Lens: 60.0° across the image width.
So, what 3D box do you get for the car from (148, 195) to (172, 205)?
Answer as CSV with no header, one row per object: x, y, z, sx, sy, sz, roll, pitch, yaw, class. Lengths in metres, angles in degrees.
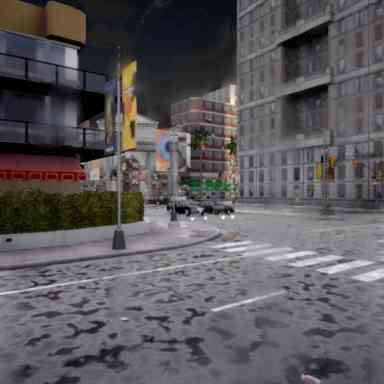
-6.266,1.500,59.597,1.837,1.490,4.892,0,0,-44,car

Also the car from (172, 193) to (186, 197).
-2.554,1.216,62.282,2.150,2.045,5.566,0,0,-15,car

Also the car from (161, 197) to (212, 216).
-0.645,1.488,32.190,2.128,1.511,4.902,0,0,-35,car

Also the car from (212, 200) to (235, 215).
2.039,1.544,34.455,2.033,1.411,5.357,0,0,-35,car
